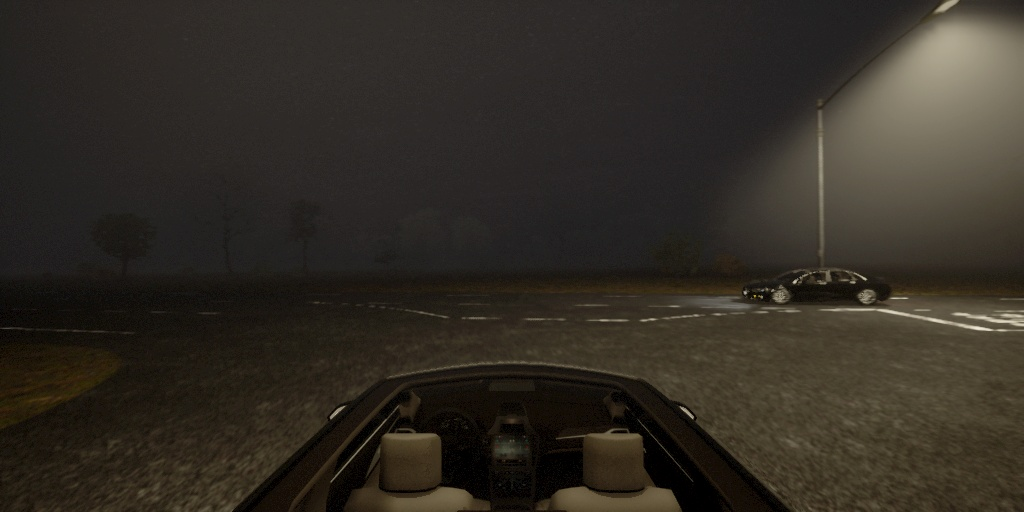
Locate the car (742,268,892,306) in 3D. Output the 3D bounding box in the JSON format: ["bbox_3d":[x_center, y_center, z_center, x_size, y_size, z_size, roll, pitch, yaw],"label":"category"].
[{"bbox_3d":[12.284,1.264,14.747,4.892,1.490,1.837,-2,0,12],"label":"car"}]
